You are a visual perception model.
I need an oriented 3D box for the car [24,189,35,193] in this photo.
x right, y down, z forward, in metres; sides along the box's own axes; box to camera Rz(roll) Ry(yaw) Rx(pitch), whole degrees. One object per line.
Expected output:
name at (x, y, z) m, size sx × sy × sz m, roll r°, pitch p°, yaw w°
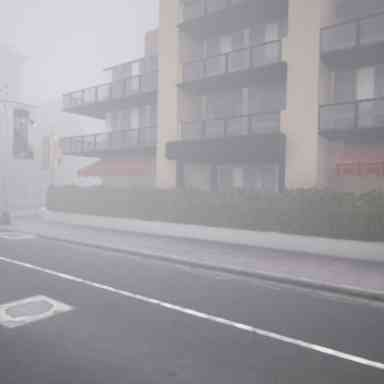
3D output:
car at (-37.675, -0.004, 73.446) m, size 4.892 × 1.521 × 2.231 m, roll 1°, pitch 1°, yaw 36°
